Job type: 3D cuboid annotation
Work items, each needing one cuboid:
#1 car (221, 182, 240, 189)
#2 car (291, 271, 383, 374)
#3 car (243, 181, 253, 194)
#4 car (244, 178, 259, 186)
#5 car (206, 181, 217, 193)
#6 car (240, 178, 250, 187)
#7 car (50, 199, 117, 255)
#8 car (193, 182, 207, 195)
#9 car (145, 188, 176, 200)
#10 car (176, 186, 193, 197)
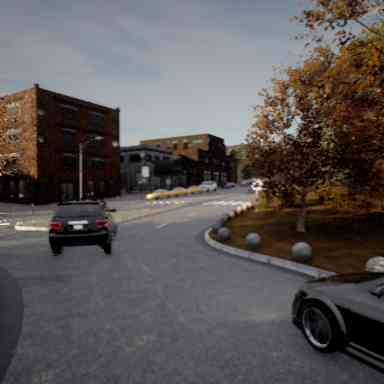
[{"bbox_3d":[8.235,-1.414,74.872,2.163,1.488,4.792,-1,3,28],"label":"car"},{"bbox_3d":[3.157,1.532,3.935,1.994,1.385,4.181,-1,0,-25],"label":"car"},{"bbox_3d":[10.516,-0.606,54.527,2.097,1.767,4.553,-1,3,29],"label":"car"},{"bbox_3d":[16.090,-2.752,89.412,2.435,2.045,5.566,-1,3,28],"label":"car"},{"bbox_3d":[2.987,-0.989,65.157,2.435,2.045,5.566,-1,3,28],"label":"car"},{"bbox_3d":[13.497,-2.150,84.604,2.231,1.521,4.892,-1,3,28],"label":"car"},{"bbox_3d":[-4.466,1.333,14.183,2.150,2.045,5.566,-2,0,-11],"label":"car"},{"bbox_3d":[0.240,-0.370,60.070,1.946,1.575,5.366,-1,3,28],"label":"car"},{"bbox_3d":[-5.010,0.338,50.375,1.946,1.575,5.366,-1,3,29],"label":"car"},{"bbox_3d":[-2.381,-0.018,55.219,1.946,1.575,5.366,-1,3,28],"label":"car"}]
